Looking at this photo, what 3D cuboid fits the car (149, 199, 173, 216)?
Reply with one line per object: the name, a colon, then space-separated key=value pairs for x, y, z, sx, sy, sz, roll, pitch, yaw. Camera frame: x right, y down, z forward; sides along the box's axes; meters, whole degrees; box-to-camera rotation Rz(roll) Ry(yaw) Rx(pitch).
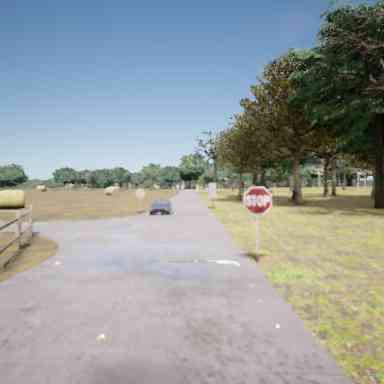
car: x=-2.751 y=1.344 z=30.575 sx=2.033 sy=1.411 sz=5.357 roll=0 pitch=1 yaw=0
